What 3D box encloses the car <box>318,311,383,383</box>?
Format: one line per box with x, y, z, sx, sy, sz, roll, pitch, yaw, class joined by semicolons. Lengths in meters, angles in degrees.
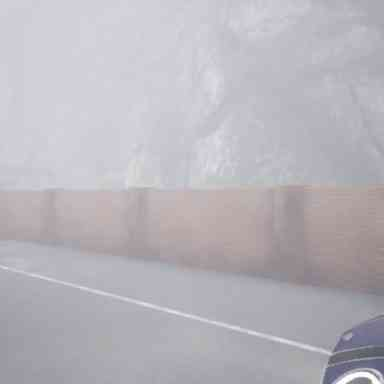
3.073;1.347;1.818;4.553;1.767;2.097;0;0;35;car
